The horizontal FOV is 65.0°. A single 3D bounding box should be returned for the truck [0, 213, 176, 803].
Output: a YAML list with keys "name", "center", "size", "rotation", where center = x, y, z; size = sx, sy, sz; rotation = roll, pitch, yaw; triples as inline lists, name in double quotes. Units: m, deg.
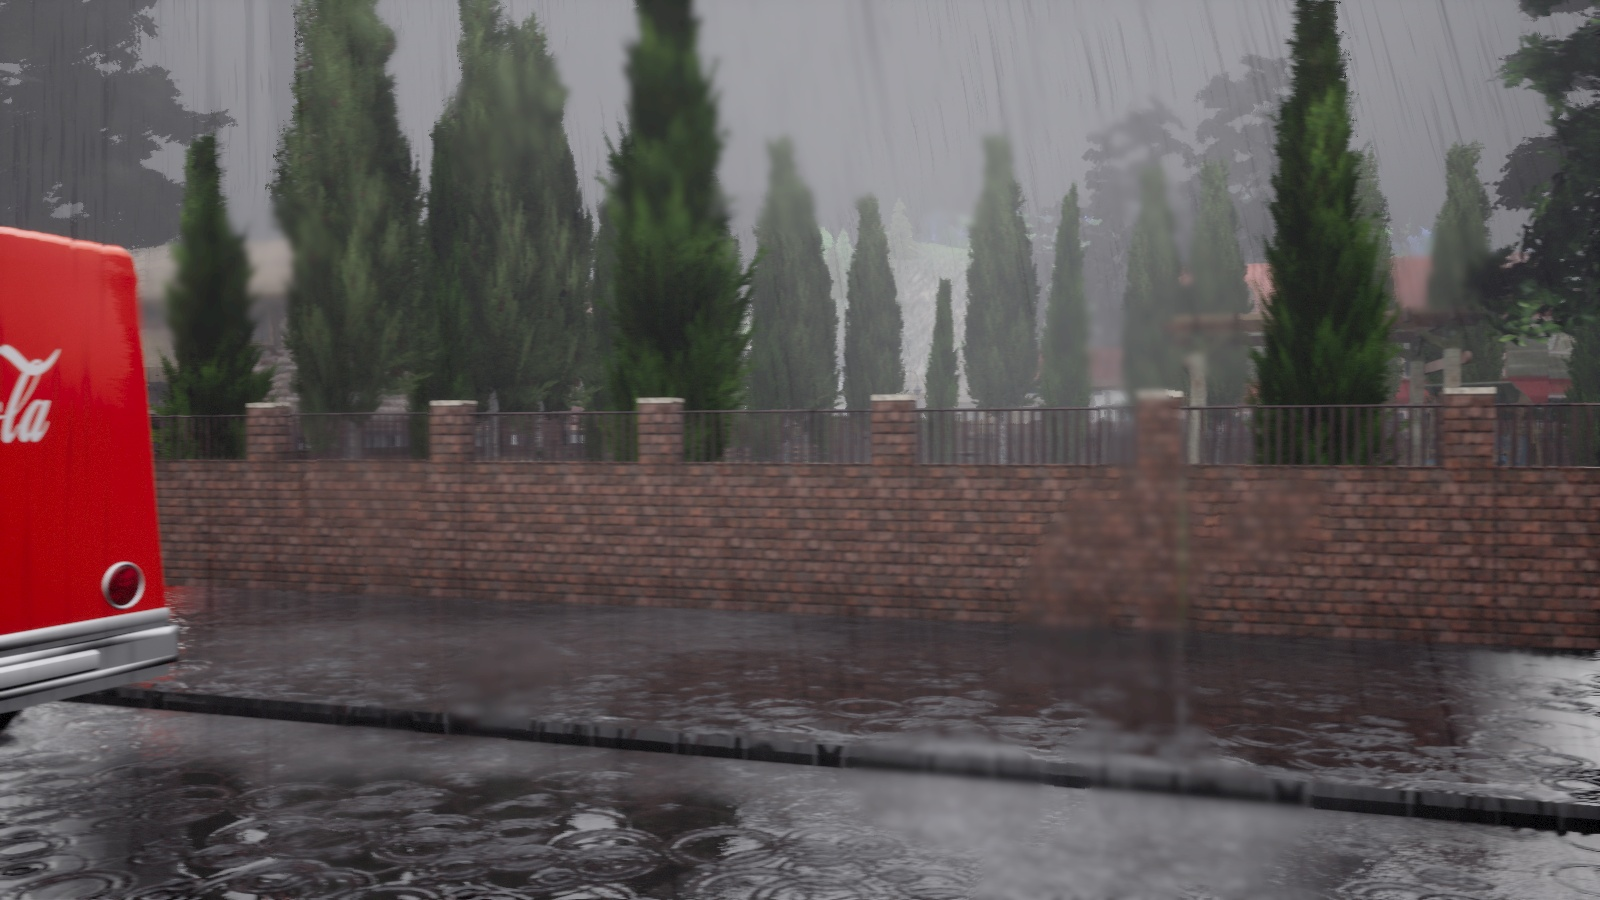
- name: "truck"
  center: [-5.934, 0.226, 5.711]
  size: [5.204, 2.467, 2.627]
  rotation: [1, 1, 19]
